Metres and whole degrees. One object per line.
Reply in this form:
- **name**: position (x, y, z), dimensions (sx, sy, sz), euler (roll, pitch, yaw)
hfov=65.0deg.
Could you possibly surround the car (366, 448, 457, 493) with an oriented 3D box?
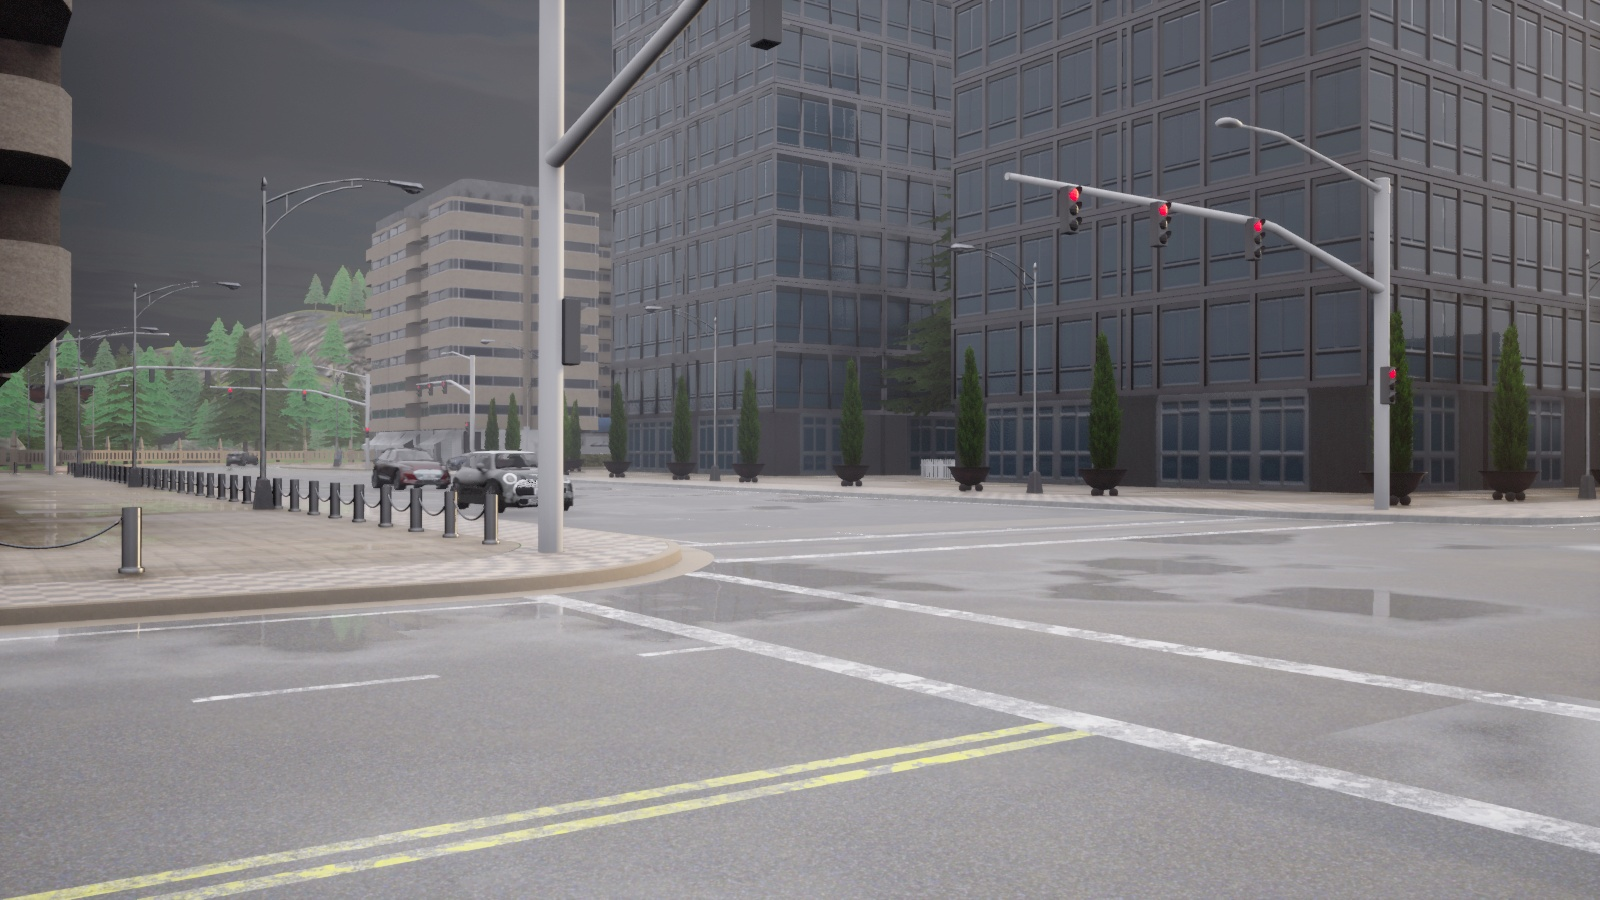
- **car**: position (-15.125, 0.771, 48.727), dimensions (2.033, 1.649, 4.856), euler (0, 0, -34)

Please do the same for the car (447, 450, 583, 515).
- **car**: position (-7.010, 0.745, 30.643), dimensions (1.970, 1.475, 3.806), euler (0, 0, -34)
